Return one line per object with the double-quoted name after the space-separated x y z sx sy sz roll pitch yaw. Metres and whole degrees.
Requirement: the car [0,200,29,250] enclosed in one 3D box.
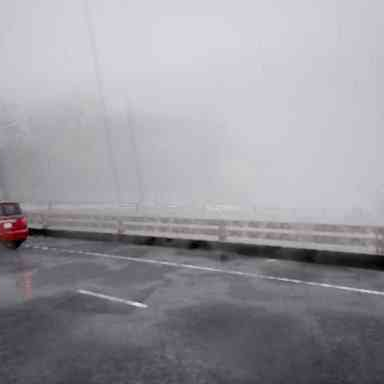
-9.171 1.357 13.614 5.566 2.045 2.150 0 0 28 "car"
